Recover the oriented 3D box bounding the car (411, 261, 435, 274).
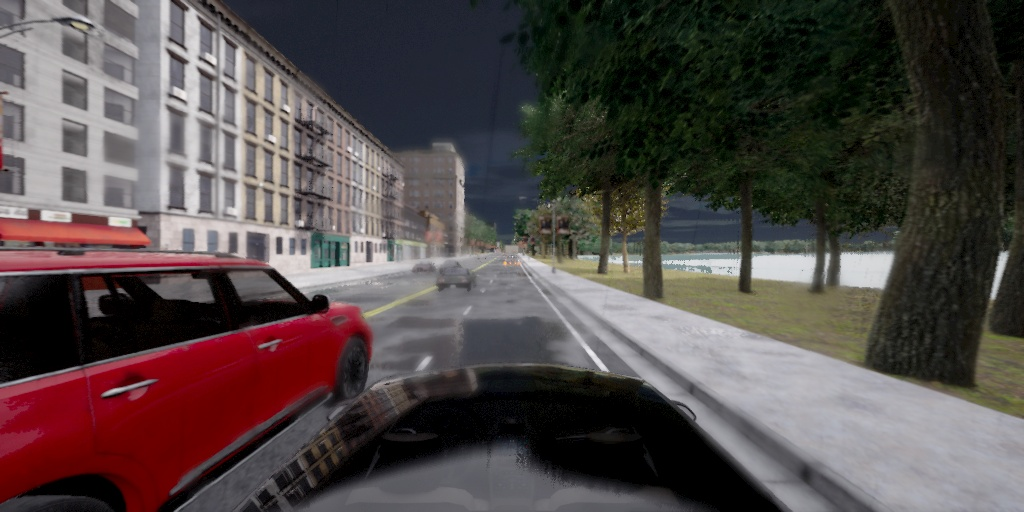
[{"bbox_3d":[-9.831,1.254,40.244,1.994,1.385,4.181,0,0,0],"label":"car"}]

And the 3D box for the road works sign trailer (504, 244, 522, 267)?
[{"bbox_3d":[0.004,-0.051,56.143,2.380,3.560,2.880,0,0,0],"label":"road works sign trailer"}]

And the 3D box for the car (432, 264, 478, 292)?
[{"bbox_3d":[-3.148,1.352,21.371,1.895,1.301,4.718,0,0,0],"label":"car"}]

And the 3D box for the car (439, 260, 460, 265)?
[{"bbox_3d":[-6.586,1.206,38.658,1.837,1.490,4.892,0,0,0],"label":"car"}]

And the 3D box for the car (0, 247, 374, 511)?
[{"bbox_3d":[-3.149,0.972,3.036,2.150,2.045,5.566,0,0,0],"label":"car"}]
